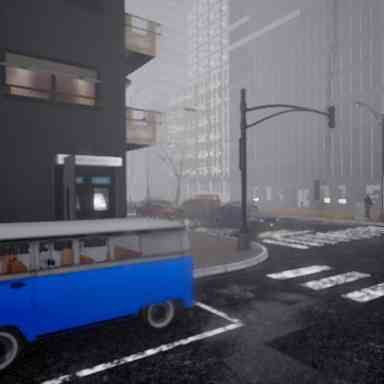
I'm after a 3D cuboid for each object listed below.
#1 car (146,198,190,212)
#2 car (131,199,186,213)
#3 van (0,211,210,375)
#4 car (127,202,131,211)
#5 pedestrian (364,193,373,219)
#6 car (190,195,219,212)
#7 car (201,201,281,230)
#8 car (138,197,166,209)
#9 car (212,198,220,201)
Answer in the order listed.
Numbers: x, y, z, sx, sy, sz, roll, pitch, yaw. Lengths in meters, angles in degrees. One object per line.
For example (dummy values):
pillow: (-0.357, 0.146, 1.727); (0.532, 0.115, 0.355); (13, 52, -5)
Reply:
car: (-2.568, 1.431, 29.926); (1.882, 1.535, 5.008); (-1, 1, -35)
car: (-2.671, 1.541, 25.581); (1.887, 1.381, 4.507); (0, 1, -35)
van: (-1.863, 1.346, 5.247); (3.998, 1.788, 1.690); (0, -1, -35)
car: (-8.296, 1.512, 38.070); (1.895, 1.301, 4.718); (-1, 1, -35)
pedestrian: (12.491, 0.970, 23.703); (0.375, 1.860, 0.375); (0, 0, -35)
car: (1.001, 1.199, 34.919); (2.192, 1.841, 5.009); (0, 1, -35)
car: (3.174, 1.547, 21.771); (2.033, 1.411, 5.357); (-1, 1, -35)
car: (-5.359, 1.403, 43.951); (1.947, 1.339, 4.313); (0, 0, -35)
car: (4.181, 1.474, 30.405); (1.947, 1.339, 4.313); (0, 1, -35)
